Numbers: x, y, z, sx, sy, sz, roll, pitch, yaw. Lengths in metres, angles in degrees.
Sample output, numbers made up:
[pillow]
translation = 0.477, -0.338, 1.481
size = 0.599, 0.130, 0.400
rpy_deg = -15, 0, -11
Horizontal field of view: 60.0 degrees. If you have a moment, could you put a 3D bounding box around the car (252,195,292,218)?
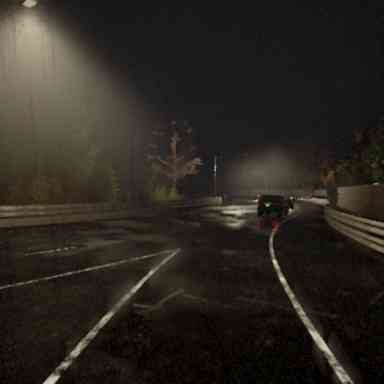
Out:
[car]
translation = 7.702, 1.270, 31.521
size = 2.150, 2.045, 5.566
rpy_deg = 1, 0, 24
